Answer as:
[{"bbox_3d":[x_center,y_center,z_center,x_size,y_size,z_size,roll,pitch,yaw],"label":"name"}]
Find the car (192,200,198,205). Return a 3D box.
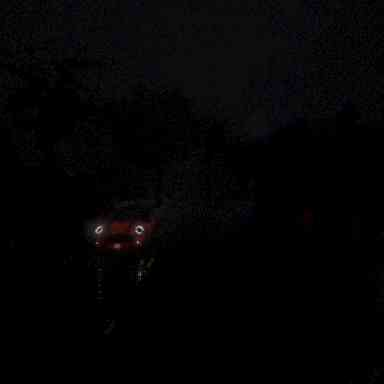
[{"bbox_3d":[0.864,2.939,95.291,1.812,1.442,4.674,0,-1,0],"label":"car"}]

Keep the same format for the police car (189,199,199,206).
[{"bbox_3d":[0.860,2.654,85.400,1.930,1.638,5.238,0,-1,0],"label":"police car"}]

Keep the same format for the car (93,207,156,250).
[{"bbox_3d":[-2.843,1.496,14.897,2.097,1.767,4.553,0,-1,0],"label":"car"}]

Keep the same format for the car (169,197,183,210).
[{"bbox_3d":[-2.776,1.954,57.323,2.150,2.045,5.566,0,-1,1],"label":"car"}]
